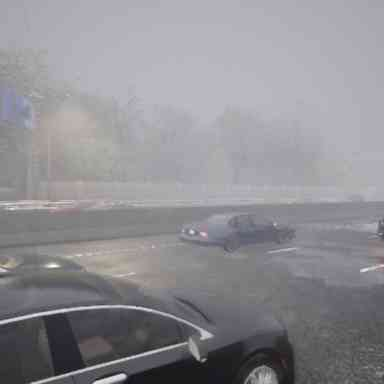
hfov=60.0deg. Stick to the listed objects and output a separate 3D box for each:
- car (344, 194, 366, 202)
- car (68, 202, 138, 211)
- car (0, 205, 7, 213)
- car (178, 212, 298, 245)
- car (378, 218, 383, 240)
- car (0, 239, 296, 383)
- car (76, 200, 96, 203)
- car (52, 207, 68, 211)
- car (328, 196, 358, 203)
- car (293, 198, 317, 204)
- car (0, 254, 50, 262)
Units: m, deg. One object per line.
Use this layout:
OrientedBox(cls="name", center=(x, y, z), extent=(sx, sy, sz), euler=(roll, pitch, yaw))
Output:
OrientedBox(cls="car", center=(24.711, 1.308, 51.661), extent=(5.566, 2.045, 2.150), euler=(0, 0, -35))
OrientedBox(cls="car", center=(-5.480, 1.566, 21.580), extent=(4.181, 1.385, 1.994), euler=(0, 0, -35))
OrientedBox(cls="car", center=(-17.276, 1.489, 26.061), extent=(4.902, 1.511, 2.128), euler=(0, 0, -36))
OrientedBox(cls="car", center=(2.044, 1.552, 13.805), extent=(5.357, 1.411, 2.033), euler=(0, 0, -36))
OrientedBox(cls="car", center=(10.590, 1.518, 15.605), extent=(4.892, 1.490, 1.837), euler=(0, 0, -36))
OrientedBox(cls="car", center=(-1.101, 1.505, 2.961), extent=(4.892, 1.490, 1.837), euler=(0, 0, -36))
OrientedBox(cls="car", center=(-6.407, 1.494, 25.217), extent=(4.902, 1.511, 2.128), euler=(0, 0, -35))
OrientedBox(cls="car", center=(-9.014, 1.479, 27.658), extent=(5.008, 1.535, 1.882), euler=(0, 0, -35))
OrientedBox(cls="car", center=(19.145, 1.587, 43.406), extent=(4.674, 1.442, 1.812), euler=(0, 0, -35))
OrientedBox(cls="car", center=(17.182, 1.632, 50.606), extent=(4.181, 1.385, 1.994), euler=(0, 0, -35))
OrientedBox(cls="car", center=(-4.089, 1.491, 5.132), extent=(4.902, 1.511, 2.128), euler=(0, 0, -35))
